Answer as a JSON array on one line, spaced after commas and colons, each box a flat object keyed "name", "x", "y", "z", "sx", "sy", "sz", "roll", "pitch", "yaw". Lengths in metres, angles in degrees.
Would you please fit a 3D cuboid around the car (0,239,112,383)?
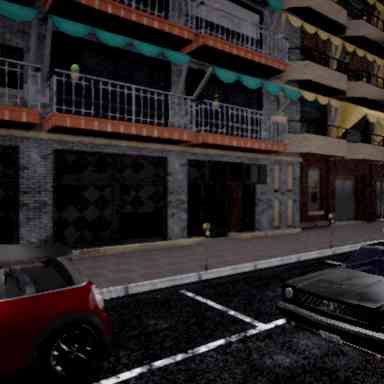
[{"name": "car", "x": -3.155, "y": 1.442, "z": 3.841, "sx": 4.097, "sy": 1.590, "sz": 1.967, "roll": 0, "pitch": 1, "yaw": -35}]

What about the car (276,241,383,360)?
[{"name": "car", "x": 3.615, "y": 1.583, "z": 5.646, "sx": 4.718, "sy": 1.301, "sz": 1.895, "roll": 0, "pitch": 0, "yaw": -35}]
